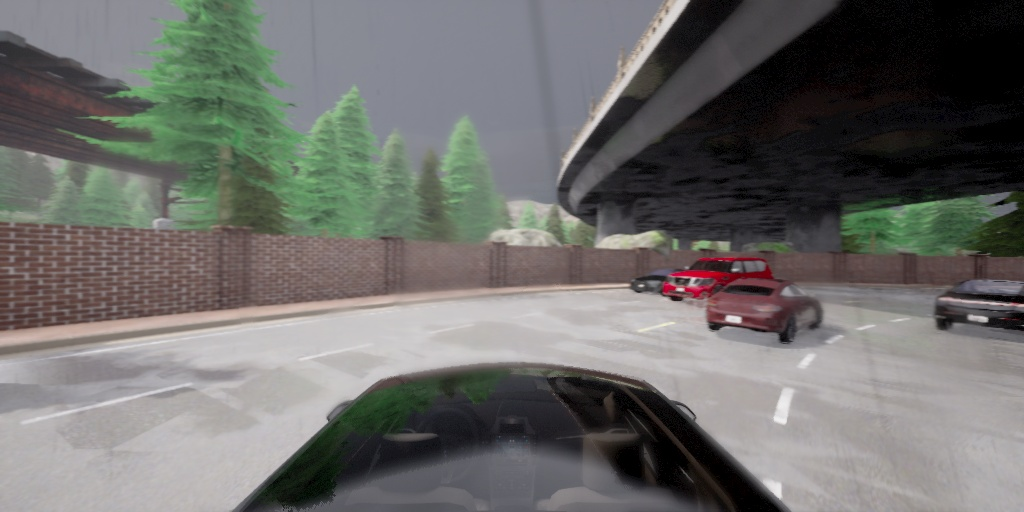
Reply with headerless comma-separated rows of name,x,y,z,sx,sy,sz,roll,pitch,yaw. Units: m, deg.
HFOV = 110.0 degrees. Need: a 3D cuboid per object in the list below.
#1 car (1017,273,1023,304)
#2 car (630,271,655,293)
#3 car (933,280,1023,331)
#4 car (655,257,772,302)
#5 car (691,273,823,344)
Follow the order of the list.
car,27.820,1.669,17.035,4.902,1.511,2.128,1,0,-3
car,8.383,1.361,19.261,4.181,1.385,1.994,1,0,-27
car,14.307,1.456,10.474,4.902,1.511,2.128,1,0,-28
car,9.290,1.056,15.951,5.566,2.045,2.150,1,0,-29
car,7.038,1.356,9.972,4.674,1.442,1.812,1,0,-39
